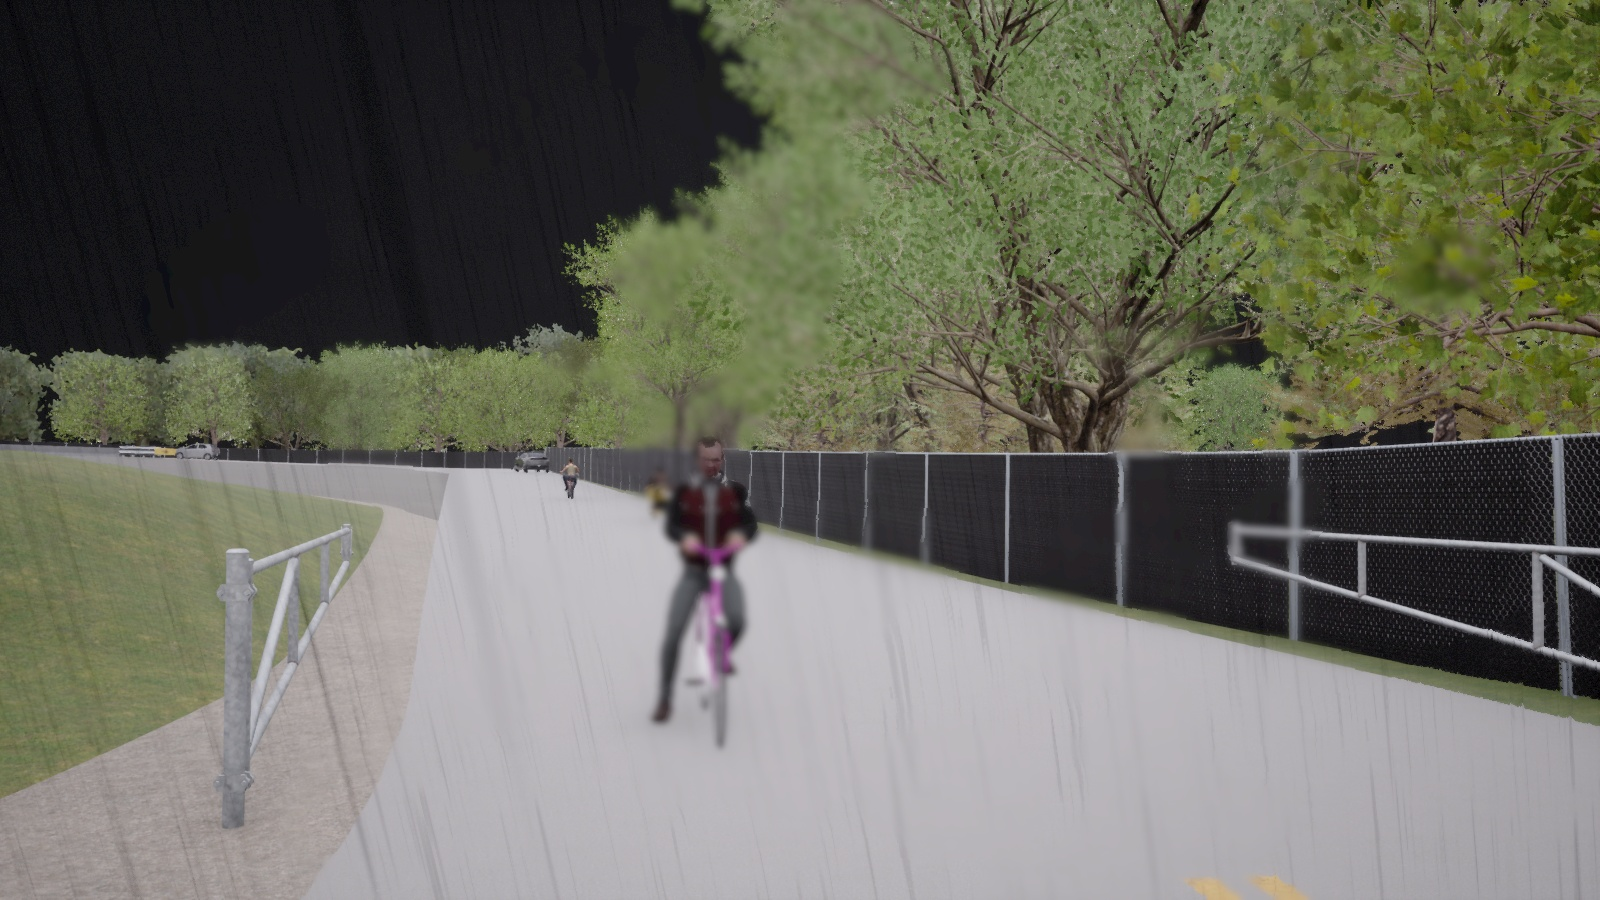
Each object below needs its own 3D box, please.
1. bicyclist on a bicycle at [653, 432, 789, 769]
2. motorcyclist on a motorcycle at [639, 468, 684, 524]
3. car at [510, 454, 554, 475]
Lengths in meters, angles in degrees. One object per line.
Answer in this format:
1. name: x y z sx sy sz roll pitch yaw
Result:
1. bicyclist on a bicycle: -0.524 0.813 7.594 0.659 1.776 1.843 0 -1 -9
2. motorcyclist on a motorcycle: -3.926 1.278 35.385 0.797 1.523 2.044 0 0 -20
3. car: -19.963 1.054 93.261 2.128 1.511 4.902 0 0 -25
